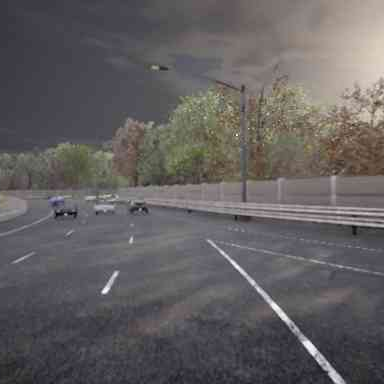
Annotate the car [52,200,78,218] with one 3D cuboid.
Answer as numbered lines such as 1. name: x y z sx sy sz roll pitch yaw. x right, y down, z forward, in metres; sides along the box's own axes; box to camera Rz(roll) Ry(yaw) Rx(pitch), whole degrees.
1. car: -11.713 1.681 31.215 1.895 1.301 4.718 -1 0 -18

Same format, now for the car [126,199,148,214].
1. car: -5.981 1.522 36.032 1.837 1.490 4.892 0 0 -18

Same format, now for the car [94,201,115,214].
1. car: -9.485 1.654 35.707 1.895 1.301 4.718 -1 0 -19

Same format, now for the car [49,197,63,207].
1. car: -22.037 1.634 54.338 1.882 1.535 5.008 0 0 -30
